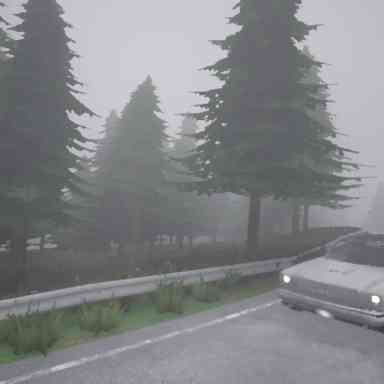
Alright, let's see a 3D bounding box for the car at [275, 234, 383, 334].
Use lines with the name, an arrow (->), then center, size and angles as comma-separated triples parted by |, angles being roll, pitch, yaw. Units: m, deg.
car -> 3.718, 1.599, 6.727 | 4.718, 1.301, 1.895 | 0, 1, -42
